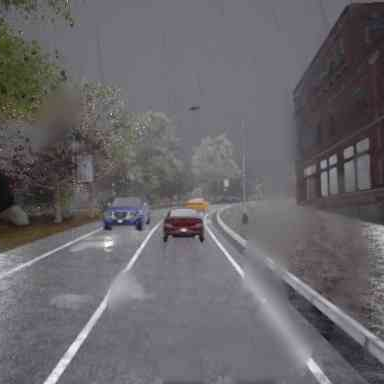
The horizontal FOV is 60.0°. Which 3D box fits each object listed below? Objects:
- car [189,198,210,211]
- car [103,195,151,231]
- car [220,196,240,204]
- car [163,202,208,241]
[{"bbox_3d":[0.674,1.378,35.222,1.882,1.535,5.008,-1,0,10],"label":"car"},{"bbox_3d":[-3.891,1.213,20.759,2.150,2.045,5.566,0,0,0],"label":"car"},{"bbox_3d":[6.852,1.433,59.784,1.895,1.301,4.718,-4,-1,33],"label":"car"},{"bbox_3d":[-0.417,1.475,16.816,1.882,1.535,5.008,0,0,-1],"label":"car"}]
